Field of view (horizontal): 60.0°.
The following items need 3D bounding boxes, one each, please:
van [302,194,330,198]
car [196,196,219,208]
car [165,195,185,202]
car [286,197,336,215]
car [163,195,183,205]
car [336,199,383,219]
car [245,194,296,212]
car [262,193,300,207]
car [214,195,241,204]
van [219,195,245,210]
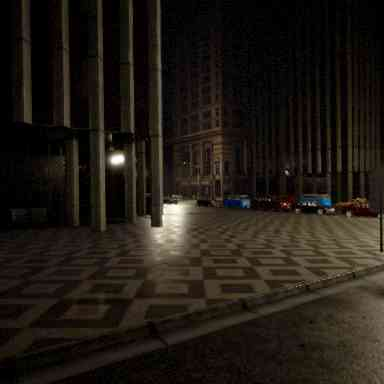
[{"bbox_3d":[15.811,1.178,42.832,1.690,1.788,3.998,-1,1,-36],"label":"van"},{"bbox_3d":[2.424,1.371,46.825,1.967,1.590,4.097,-1,1,-36],"label":"car"},{"bbox_3d":[-3.555,1.257,69.737,2.008,1.369,4.403,-1,1,-36],"label":"car"},{"bbox_3d":[12.114,1.549,33.378,2.008,1.369,4.403,-1,1,-36],"label":"car"},{"bbox_3d":[-4.035,1.438,55.793,2.008,1.369,4.403,-1,1,-36],"label":"car"},{"bbox_3d":[15.344,1.566,28.895,1.887,1.381,4.507,-1,1,-36],"label":"car"},{"bbox_3d":[8.883,1.290,37.858,2.192,1.841,5.009,-1,1,-36],"label":"car"},{"bbox_3d":[12.583,1.130,47.316,2.192,1.841,5.009,-1,1,-36],"label":"car"},{"bbox_3d":[6.030,1.296,56.423,1.752,1.417,4.829,-1,1,-36],"label":"car"},{"bbox_3d":[5.653,1.294,42.342,1.690,1.788,3.998,-1,1,-36],"label":"van"}]
